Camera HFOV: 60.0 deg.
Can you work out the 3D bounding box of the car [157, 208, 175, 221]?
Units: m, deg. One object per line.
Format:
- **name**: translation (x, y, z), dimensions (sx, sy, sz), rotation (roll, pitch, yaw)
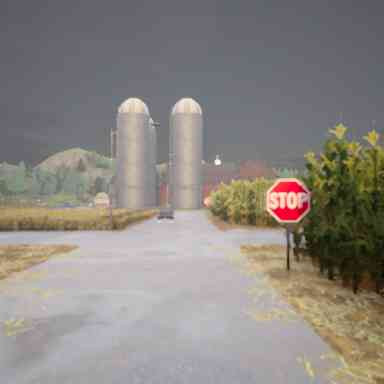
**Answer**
- **car**: translation (-3.104, 2.702, 40.568), dimensions (2.033, 1.411, 5.357), rotation (0, -1, 0)
